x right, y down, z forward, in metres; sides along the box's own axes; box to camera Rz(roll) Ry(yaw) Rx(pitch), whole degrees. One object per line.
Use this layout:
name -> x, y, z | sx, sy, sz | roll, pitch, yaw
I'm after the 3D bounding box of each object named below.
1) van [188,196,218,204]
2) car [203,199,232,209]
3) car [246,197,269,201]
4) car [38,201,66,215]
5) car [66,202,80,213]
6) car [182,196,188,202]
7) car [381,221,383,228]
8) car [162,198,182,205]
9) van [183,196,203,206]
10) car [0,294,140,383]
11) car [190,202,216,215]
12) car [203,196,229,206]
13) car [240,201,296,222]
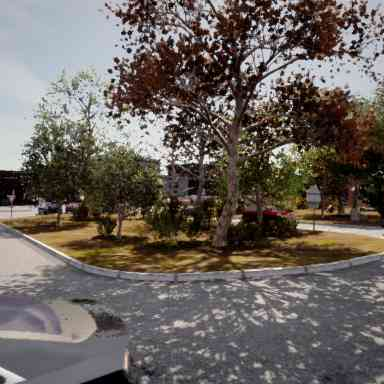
van -> 1.869, 1.756, 55.053 | 1.878, 1.987, 4.442 | 1, 0, -36
car -> 4.312, 2.001, 56.437 | 1.946, 1.575, 5.366 | 1, 0, -36
car -> 10.995, 1.861, 61.501 | 2.435, 2.045, 5.566 | 1, -1, -36
car -> -17.519, 1.931, 40.961 | 2.185, 1.767, 4.553 | -1, 0, -35
car -> -14.969, 2.069, 42.849 | 2.002, 1.452, 4.674 | -1, 0, -36
car -> -2.308, 1.884, 66.977 | 2.185, 1.767, 4.553 | 1, 0, -36
car -> 13.574, 1.921, 18.957 | 4.718, 1.301, 1.895 | -1, -3, 38
car -> -4.805, 1.983, 65.449 | 1.946, 1.575, 5.366 | 1, 0, -36
van -> 0.209, 1.820, 68.680 | 1.878, 1.987, 4.442 | 1, -1, -36
car -> -2.661, 1.491, 1.785 | 4.902, 1.511, 2.128 | 0, 0, -36
car -> 0.301, 2.374, 41.184 | 2.033, 1.411, 5.357 | 3, -2, -33
car -> 5.182, 1.889, 72.370 | 2.435, 2.045, 5.566 | 1, -1, -36
car -> 6.237, 1.835, 27.203 | 2.097, 1.767, 4.553 | 3, -3, -35
